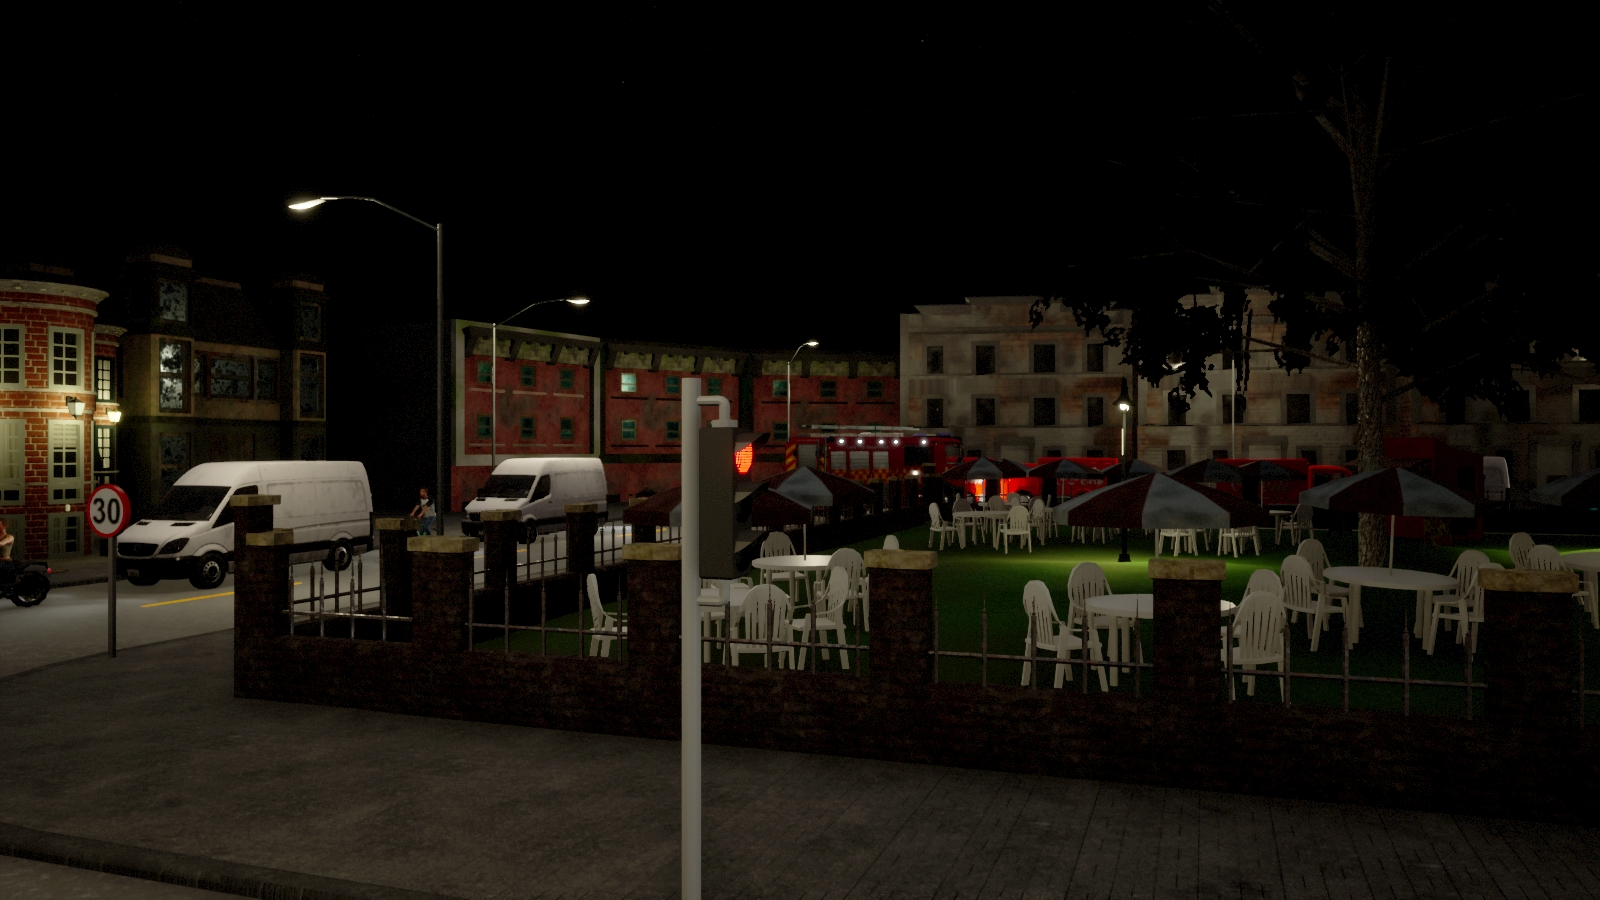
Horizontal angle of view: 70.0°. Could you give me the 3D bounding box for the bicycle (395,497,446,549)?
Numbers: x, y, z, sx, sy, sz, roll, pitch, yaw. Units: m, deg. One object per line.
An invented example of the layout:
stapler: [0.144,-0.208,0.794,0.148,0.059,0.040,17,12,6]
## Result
bicycle: [-10.163,1.936,30.641,0.373,1.296,1.643,0,0,20]

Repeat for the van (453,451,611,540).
van: [-8.278,1.314,36.031,1.988,2.561,5.915,0,0,20]

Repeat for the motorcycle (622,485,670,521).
motorcycle: [-5.784,1.985,42.970,0.867,1.251,2.209,0,0,20]

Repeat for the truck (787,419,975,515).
truck: [3.640,0.672,49.314,8.468,3.827,2.891,0,0,-40]

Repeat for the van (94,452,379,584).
van: [-12.115,1.315,25.192,1.988,2.561,5.915,0,0,20]

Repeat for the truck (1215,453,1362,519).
truck: [19.130,1.348,45.052,5.204,2.467,2.627,0,0,20]
